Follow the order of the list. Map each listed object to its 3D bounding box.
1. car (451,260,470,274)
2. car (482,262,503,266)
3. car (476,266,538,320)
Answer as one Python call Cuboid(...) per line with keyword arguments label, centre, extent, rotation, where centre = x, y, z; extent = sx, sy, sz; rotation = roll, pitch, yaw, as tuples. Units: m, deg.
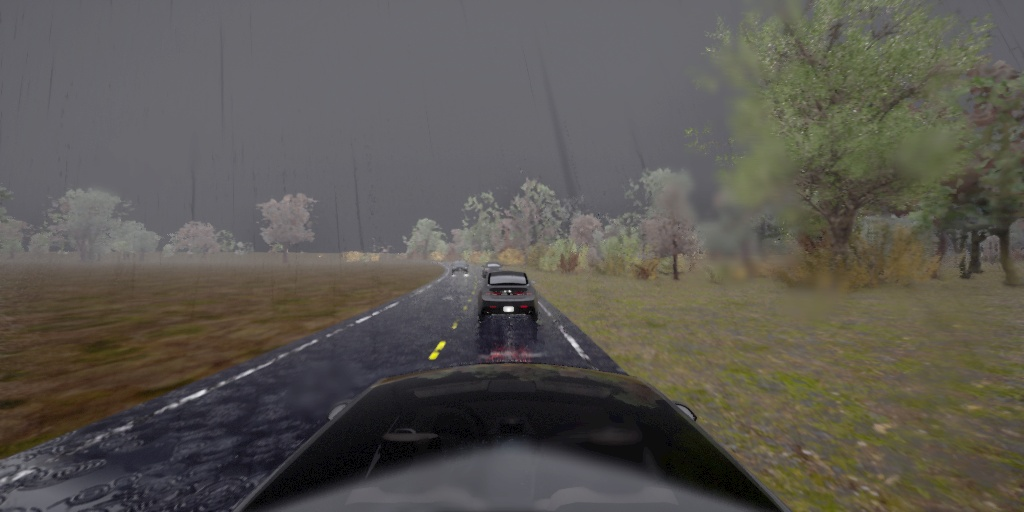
Cuboid(label="car", centre=(-6.065, 1.249, 42.059), extent=(1.837, 1.490, 4.892), rotation=(0, 0, -8))
Cuboid(label="car", centre=(-1.783, 1.271, 33.342), extent=(1.812, 1.442, 4.674), rotation=(0, 0, -6))
Cuboid(label="car", centre=(-0.189, 1.255, 12.555), extent=(1.837, 1.490, 4.892), rotation=(0, 0, -2))
